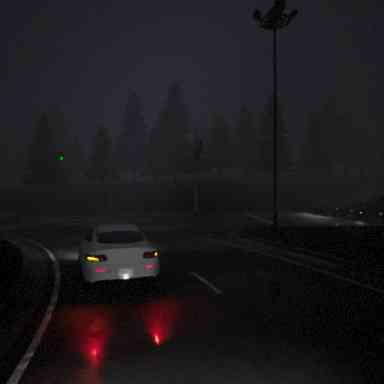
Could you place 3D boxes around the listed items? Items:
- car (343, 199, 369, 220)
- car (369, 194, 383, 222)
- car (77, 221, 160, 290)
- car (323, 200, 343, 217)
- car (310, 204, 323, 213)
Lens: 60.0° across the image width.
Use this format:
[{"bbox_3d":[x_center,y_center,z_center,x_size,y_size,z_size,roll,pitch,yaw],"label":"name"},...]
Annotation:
[{"bbox_3d":[15.661,1.174,26.912,5.566,2.045,2.150,0,0,-1],"label":"car"},{"bbox_3d":[15.997,1.171,23.418,5.566,2.045,2.150,0,0,-1],"label":"car"},{"bbox_3d":[-2.146,1.540,9.210,1.812,1.442,4.674,0,0,-19],"label":"car"},{"bbox_3d":[14.905,1.483,30.375,4.674,1.442,1.812,0,0,-1],"label":"car"},{"bbox_3d":[14.916,1.507,33.896,5.357,1.411,2.033,0,0,-1],"label":"car"}]
